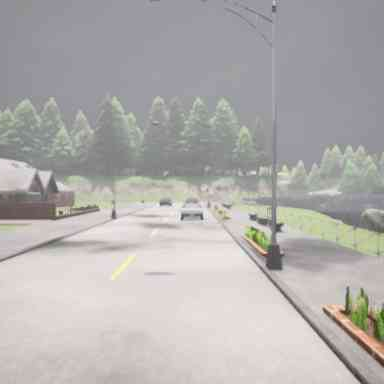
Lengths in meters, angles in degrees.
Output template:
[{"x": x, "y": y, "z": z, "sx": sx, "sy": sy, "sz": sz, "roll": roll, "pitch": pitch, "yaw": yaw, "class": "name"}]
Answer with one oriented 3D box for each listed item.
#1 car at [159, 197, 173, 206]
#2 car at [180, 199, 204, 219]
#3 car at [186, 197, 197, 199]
[{"x": -4.020, "y": 1.469, "z": 51.906, "sx": 2.033, "sy": 1.411, "sz": 5.357, "roll": 0, "pitch": 0, "yaw": 0, "class": "car"}, {"x": 0.022, "y": 1.558, "z": 28.375, "sx": 1.895, "sy": 1.301, "sz": 4.718, "roll": 0, "pitch": 0, "yaw": 1, "class": "car"}, {"x": -0.037, "y": 1.477, "z": 58.135, "sx": 1.994, "sy": 1.385, "sz": 4.181, "roll": 0, "pitch": 0, "yaw": -1, "class": "car"}]
